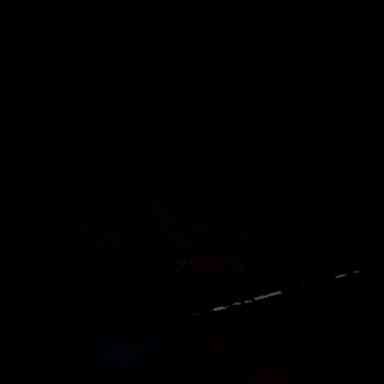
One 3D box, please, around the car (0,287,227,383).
[{"bbox_3d":[-2.242,1.549,2.277,5.357,1.411,2.033,0,0,-36],"label":"car"}]
